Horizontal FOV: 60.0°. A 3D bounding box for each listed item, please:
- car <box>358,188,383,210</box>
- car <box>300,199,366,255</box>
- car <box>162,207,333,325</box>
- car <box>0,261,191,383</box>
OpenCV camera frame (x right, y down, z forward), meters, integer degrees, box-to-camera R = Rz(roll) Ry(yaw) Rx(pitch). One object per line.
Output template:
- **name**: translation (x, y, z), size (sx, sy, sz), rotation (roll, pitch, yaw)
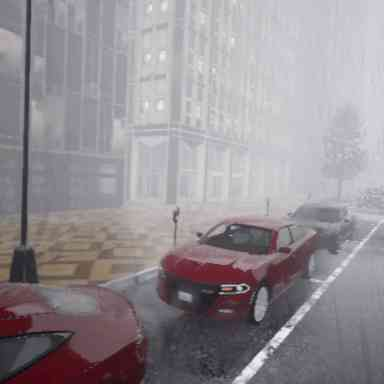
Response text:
- **car**: translation (13.878, 0.439, 25.269), size (1.967, 1.590, 4.097), rotation (5, 5, 34)
- **car**: translation (4.353, 1.040, 11.234), size (1.947, 1.339, 4.313), rotation (5, 5, 34)
- **car**: translation (1.181, 1.176, 6.552), size (1.887, 1.381, 4.507), rotation (5, 5, 34)
- **car**: translation (-1.993, 1.370, 1.874), size (1.802, 1.307, 4.206), rotation (5, 5, 34)
